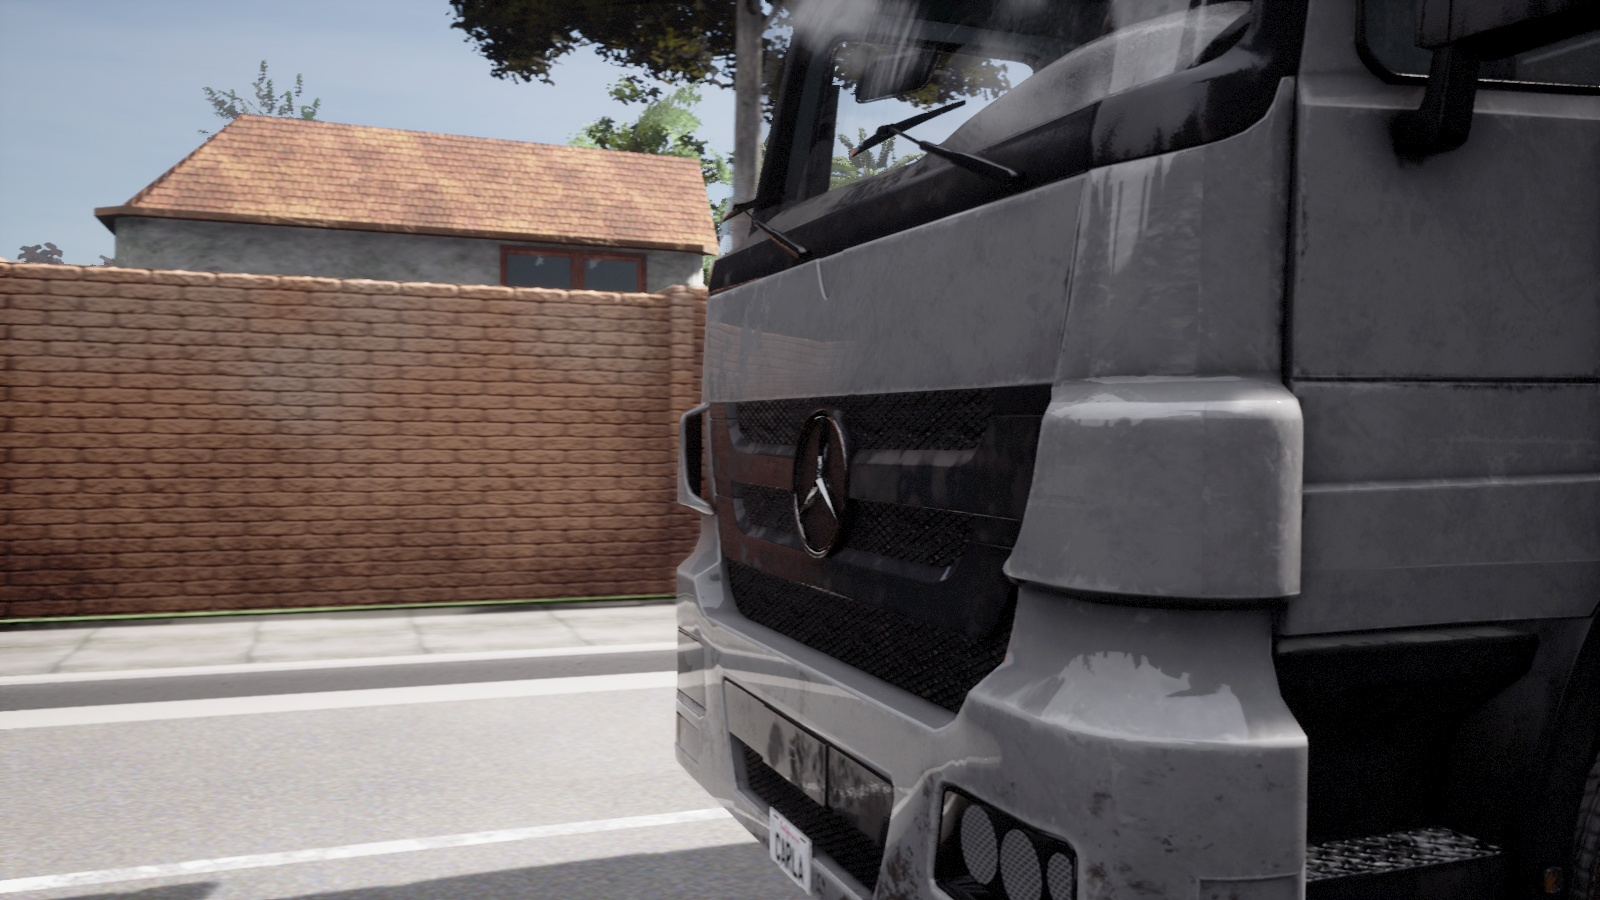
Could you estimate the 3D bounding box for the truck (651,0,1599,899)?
[{"bbox_3d":[3.697,-0.299,4.631,7.936,3.462,2.891,-1,1,-21],"label":"truck"}]
